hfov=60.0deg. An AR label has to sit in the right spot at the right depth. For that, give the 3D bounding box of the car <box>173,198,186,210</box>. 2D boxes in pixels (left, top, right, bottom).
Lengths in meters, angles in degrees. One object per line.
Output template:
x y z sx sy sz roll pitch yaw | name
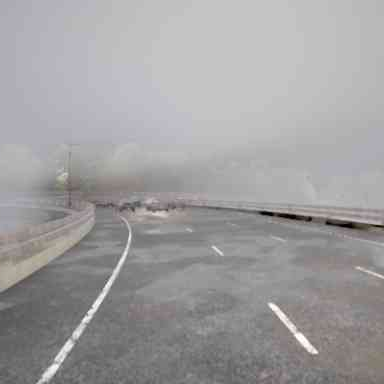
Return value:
-2.455 1.611 44.984 2.128 1.511 4.902 -1 0 -25 | car

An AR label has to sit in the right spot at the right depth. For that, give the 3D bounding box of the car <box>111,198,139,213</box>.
-8.210 1.681 40.578 1.837 1.490 4.892 -1 0 -22 | car

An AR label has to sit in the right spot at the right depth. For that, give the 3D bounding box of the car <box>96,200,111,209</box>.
-13.271 1.854 51.123 1.895 1.301 4.718 -1 0 -31 | car

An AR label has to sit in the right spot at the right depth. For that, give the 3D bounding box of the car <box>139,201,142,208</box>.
-9.319 1.686 51.196 1.882 1.535 5.008 -1 0 -28 | car

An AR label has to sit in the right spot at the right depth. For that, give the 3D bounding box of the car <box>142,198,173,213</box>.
-4.251 1.693 40.071 1.994 1.385 4.181 -1 0 -22 | car

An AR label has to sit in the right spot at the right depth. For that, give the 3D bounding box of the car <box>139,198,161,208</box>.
-6.906 1.713 54.110 1.812 1.442 4.674 -1 0 -31 | car
